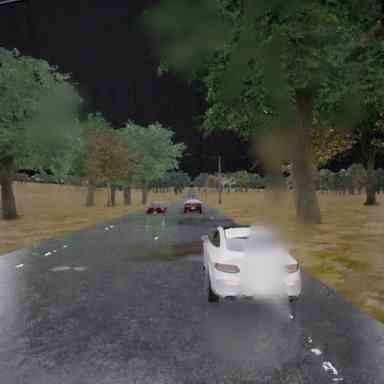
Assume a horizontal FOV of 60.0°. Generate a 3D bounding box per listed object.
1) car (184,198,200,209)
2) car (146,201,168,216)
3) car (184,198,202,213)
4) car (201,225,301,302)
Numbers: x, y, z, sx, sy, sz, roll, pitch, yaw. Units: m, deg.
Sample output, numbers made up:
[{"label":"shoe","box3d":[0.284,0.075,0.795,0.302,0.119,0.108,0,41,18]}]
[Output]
[{"label":"car","box3d":[0.041,1.588,46.813,2.128,1.511,4.902,0,-1,0]},{"label":"car","box3d":[-3.472,1.625,33.356,1.895,1.301,4.718,0,0,0]},{"label":"car","box3d":[0.114,1.507,36.750,1.882,1.535,5.008,0,0,0]},{"label":"car","box3d":[1.232,1.530,8.149,1.812,1.442,4.674,0,0,0]}]
